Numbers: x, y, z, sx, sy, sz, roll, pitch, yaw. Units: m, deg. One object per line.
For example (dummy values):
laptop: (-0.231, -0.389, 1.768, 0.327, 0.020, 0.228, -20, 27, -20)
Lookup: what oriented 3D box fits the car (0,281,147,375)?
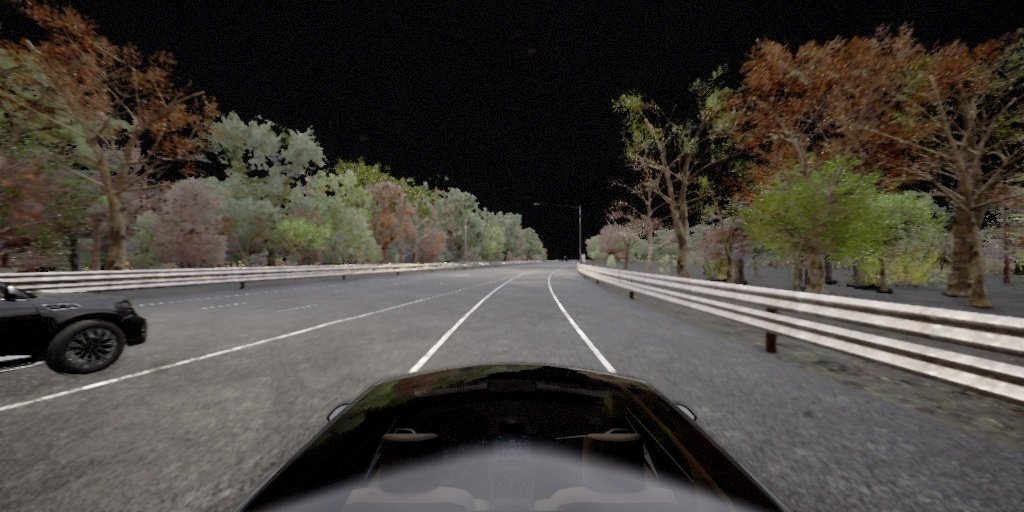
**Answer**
car: (-8.425, 0.975, 4.531, 2.150, 2.045, 5.566, 0, -1, 10)
